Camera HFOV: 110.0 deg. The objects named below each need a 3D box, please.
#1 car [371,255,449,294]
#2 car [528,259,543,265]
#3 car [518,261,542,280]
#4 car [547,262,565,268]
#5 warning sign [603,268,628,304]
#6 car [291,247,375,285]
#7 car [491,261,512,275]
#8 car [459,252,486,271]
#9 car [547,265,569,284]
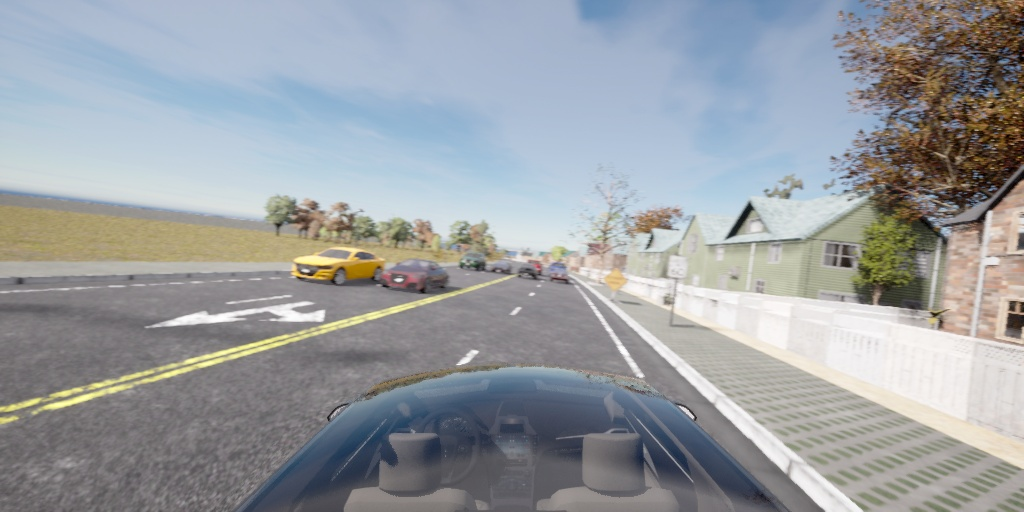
[{"bbox_3d":[-4.343,0.833,16.611,1.994,1.385,4.181,7,0,8],"label":"car"},{"bbox_3d":[2.983,1.503,49.046,2.150,2.045,5.566,7,0,6],"label":"car"},{"bbox_3d":[1.726,1.585,37.557,1.837,1.490,4.892,7,0,7],"label":"car"},{"bbox_3d":[6.215,1.888,48.912,2.150,2.045,5.566,7,0,6],"label":"car"},{"bbox_3d":[5.517,1.583,19.734,1.300,1.860,1.060,0,0,8],"label":"warning sign"},{"bbox_3d":[-7.626,0.350,16.349,1.882,1.535,5.008,7,0,8],"label":"car"},{"bbox_3d":[-1.130,1.303,41.533,2.033,1.411,5.357,7,0,7],"label":"car"},{"bbox_3d":[-4.389,0.587,41.165,2.150,2.045,5.566,7,-1,7],"label":"car"},{"bbox_3d":[4.910,2.007,37.052,2.033,1.411,5.357,7,0,7],"label":"car"}]
